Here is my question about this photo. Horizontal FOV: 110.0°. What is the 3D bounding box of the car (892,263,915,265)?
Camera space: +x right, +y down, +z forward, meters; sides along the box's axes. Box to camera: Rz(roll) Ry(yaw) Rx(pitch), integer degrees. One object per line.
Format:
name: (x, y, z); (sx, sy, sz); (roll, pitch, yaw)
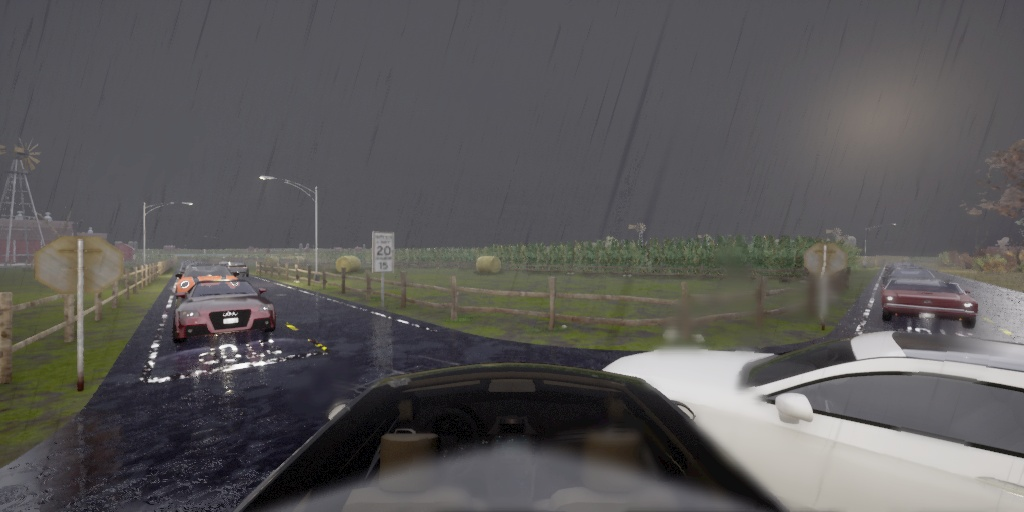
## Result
car: (27.083, 1.403, 24.663); (4.181, 1.385, 1.994); (0, 1, -43)

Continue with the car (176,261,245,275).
car: (-13.894, 1.149, 16.400); (2.097, 1.767, 4.553); (0, 0, -42)

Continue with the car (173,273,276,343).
car: (-8.047, 1.360, 9.981); (1.994, 1.385, 4.181); (0, 0, -43)

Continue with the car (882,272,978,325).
car: (13.394, 1.398, 11.693); (4.718, 1.301, 1.895); (0, 1, -44)

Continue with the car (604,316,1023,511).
car: (2.815, 1.293, 2.513); (1.812, 1.442, 4.674); (0, 1, -45)

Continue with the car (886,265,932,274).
car: (20.398, 1.364, 18.334); (5.357, 1.411, 2.033); (0, 1, -43)

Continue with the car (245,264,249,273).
car: (-27.371, 1.303, 35.482); (2.128, 1.511, 4.902); (0, 0, -42)

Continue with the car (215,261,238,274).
car: (-34.174, 1.329, 42.865); (1.837, 1.490, 4.892); (0, 0, -42)
